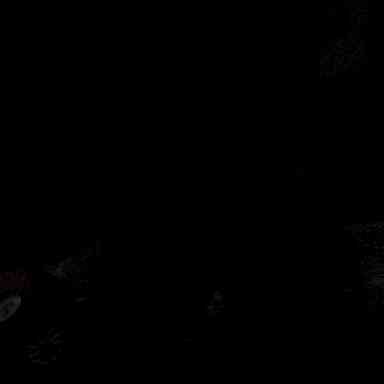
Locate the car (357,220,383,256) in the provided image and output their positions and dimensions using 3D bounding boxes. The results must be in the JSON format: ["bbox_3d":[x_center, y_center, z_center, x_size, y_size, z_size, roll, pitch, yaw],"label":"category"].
[{"bbox_3d":[7.669,1.582,12.000,4.403,1.369,2.008,0,0,-35],"label":"car"}]

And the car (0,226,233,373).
[{"bbox_3d":[-1.328,1.446,5.585,4.097,1.590,1.967,0,0,-35],"label":"car"}]
